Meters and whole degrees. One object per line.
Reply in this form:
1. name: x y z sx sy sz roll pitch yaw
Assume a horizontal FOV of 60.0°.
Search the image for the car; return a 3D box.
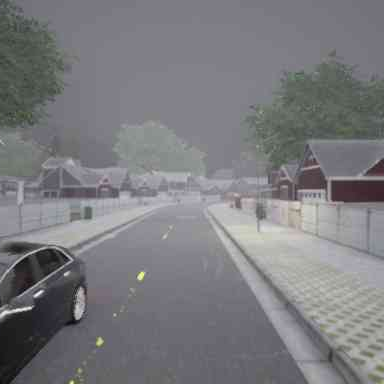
1. car: -2.831 1.512 4.314 1.837 1.490 4.892 0 0 0
